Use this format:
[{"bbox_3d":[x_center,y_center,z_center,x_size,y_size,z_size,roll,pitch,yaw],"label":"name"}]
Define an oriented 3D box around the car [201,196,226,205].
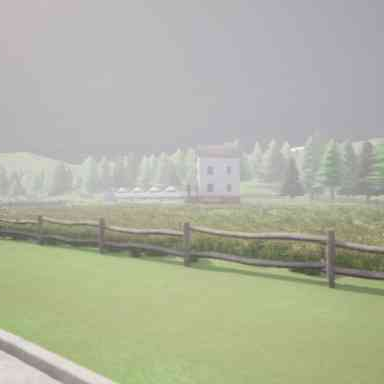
[{"bbox_3d":[4.095,1.611,63.128,4.605,1.855,1.932,-1,0,35],"label":"car"}]
